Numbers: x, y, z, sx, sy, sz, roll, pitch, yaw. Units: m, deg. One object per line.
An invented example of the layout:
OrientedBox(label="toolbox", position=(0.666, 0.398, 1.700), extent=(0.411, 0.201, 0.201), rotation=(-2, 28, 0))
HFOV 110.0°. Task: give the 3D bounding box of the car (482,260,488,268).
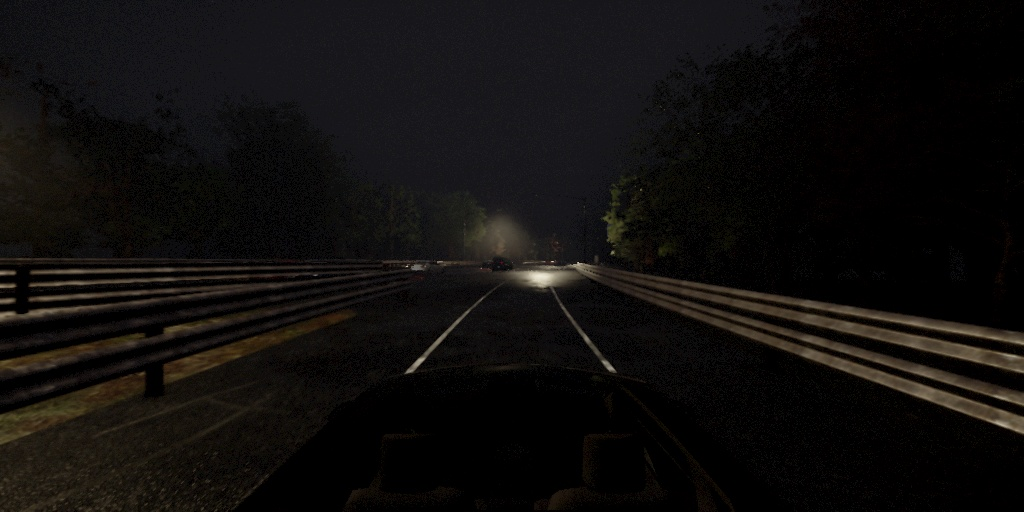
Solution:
OrientedBox(label="car", position=(-3.866, 1.512, 64.832), extent=(2.128, 1.511, 4.902), rotation=(0, -1, 17))

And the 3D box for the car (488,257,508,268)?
OrientedBox(label="car", position=(-1.657, 1.210, 60.004), extent=(2.150, 2.045, 5.566), rotation=(0, -1, 17))

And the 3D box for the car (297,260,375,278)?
OrientedBox(label="car", position=(-9.822, 1.001, 20.895), extent=(1.994, 1.385, 4.181), rotation=(0, -1, 17))

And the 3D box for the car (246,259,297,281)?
OrientedBox(label="car", position=(-13.154, 0.937, 21.967), extent=(1.812, 1.442, 4.674), rotation=(0, -1, 17))

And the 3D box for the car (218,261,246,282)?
OrientedBox(label="car", position=(-16.478, 0.986, 23.053), extent=(1.895, 1.301, 4.718), rotation=(0, -1, 17))

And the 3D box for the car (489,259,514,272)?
OrientedBox(label="car", position=(-1.203, 1.448, 49.319), extent=(1.994, 1.385, 4.181), rotation=(1, 0, 17))

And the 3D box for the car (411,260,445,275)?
OrientedBox(label="car", position=(-8.598, 1.161, 36.962), extent=(1.812, 1.442, 4.674), rotation=(0, -1, 17))
